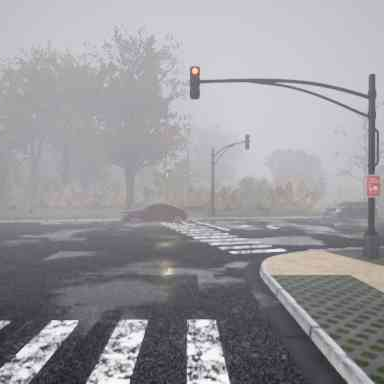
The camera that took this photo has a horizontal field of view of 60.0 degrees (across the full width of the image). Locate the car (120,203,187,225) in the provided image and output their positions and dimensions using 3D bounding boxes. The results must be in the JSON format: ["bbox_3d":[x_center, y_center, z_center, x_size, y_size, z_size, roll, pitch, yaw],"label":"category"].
[{"bbox_3d":[-2.619,1.481,23.152,4.674,1.442,1.812,1,0,-20],"label":"car"}]

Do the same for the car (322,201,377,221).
[{"bbox_3d":[13.624,1.558,28.773,4.553,1.767,2.097,1,0,-18],"label":"car"}]
